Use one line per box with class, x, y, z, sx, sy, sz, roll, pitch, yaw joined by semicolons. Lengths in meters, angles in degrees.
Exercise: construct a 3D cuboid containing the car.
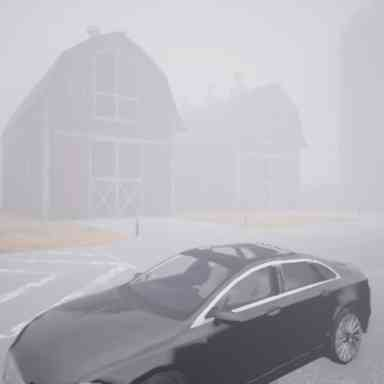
car;0.395;1.497;4.273;4.902;1.511;2.128;0;0;-35
